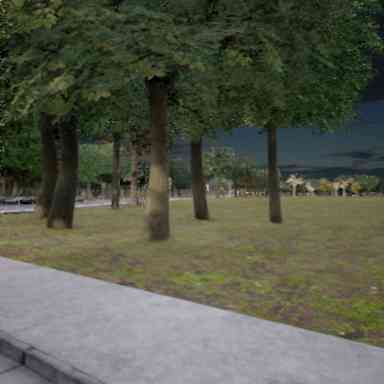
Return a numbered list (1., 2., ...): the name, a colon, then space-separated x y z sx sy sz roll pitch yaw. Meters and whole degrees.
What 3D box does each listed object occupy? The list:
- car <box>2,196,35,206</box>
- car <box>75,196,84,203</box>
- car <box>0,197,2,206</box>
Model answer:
1. car: -27.397 1.463 53.381 1.882 1.535 5.008 0 0 13
2. car: -23.999 1.541 68.471 1.812 1.442 4.674 0 0 13
3. car: -30.609 1.487 53.861 2.128 1.511 4.902 0 0 13
